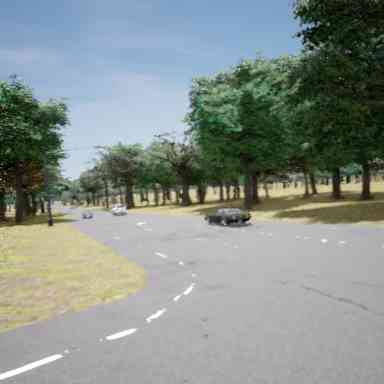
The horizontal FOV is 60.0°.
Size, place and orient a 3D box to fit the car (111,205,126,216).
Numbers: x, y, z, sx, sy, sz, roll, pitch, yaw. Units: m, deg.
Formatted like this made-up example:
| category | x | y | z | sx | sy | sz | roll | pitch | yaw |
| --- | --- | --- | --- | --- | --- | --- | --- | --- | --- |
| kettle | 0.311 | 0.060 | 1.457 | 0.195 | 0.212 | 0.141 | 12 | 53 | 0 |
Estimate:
| category | x | y | z | sx | sy | sz | roll | pitch | yaw |
| --- | --- | --- | --- | --- | --- | --- | --- | --- | --- |
| car | -14.638 | 3.585 | 66.295 | 2.150 | 2.045 | 5.566 | -5 | 0 | -24 |

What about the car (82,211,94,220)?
| category | x | y | z | sx | sy | sz | roll | pitch | yaw |
| --- | --- | --- | --- | --- | --- | --- | --- | --- | --- |
| car | -19.120 | 4.227 | 60.985 | 2.128 | 1.511 | 4.902 | -5 | 0 | -19 |

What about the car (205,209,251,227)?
| category | x | y | z | sx | sy | sz | roll | pitch | yaw |
| --- | --- | --- | --- | --- | --- | --- | --- | --- | --- |
| car | 2.782 | 2.046 | 27.356 | 1.895 | 1.301 | 4.718 | -5 | -1 | -24 |
